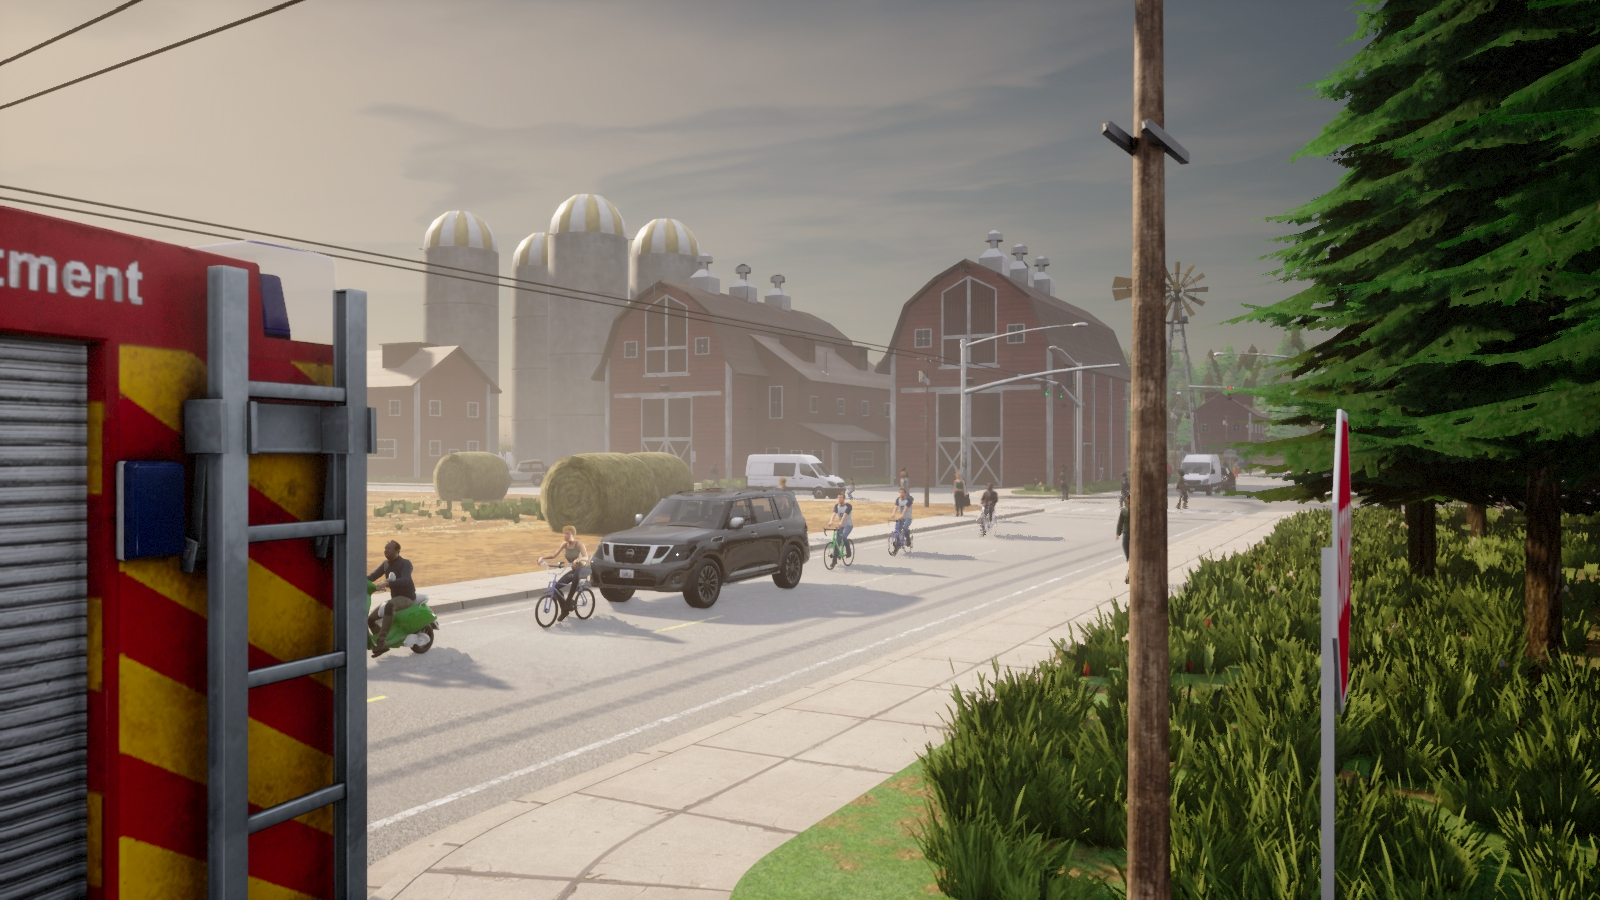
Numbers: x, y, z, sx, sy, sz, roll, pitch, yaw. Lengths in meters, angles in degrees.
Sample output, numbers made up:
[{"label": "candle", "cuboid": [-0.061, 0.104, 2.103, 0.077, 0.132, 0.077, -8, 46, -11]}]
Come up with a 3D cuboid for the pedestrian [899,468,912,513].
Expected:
[{"label": "pedestrian", "cuboid": [4.373, 1.679, 47.445, 0.375, 1.860, 0.375, 0, 0, -37]}]

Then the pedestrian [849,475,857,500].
[{"label": "pedestrian", "cuboid": [2.754, 1.951, 59.218, 0.375, 1.300, 0.375, 0, 0, 9]}]

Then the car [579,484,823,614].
[{"label": "car", "cuboid": [-1.735, 1.779, 22.475, 2.150, 2.045, 5.566, 0, 0, 27]}]

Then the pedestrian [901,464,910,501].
[{"label": "pedestrian", "cuboid": [5.365, 1.669, 58.152, 0.375, 1.860, 0.375, 0, 0, 21]}]

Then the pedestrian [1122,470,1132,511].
[{"label": "pedestrian", "cuboid": [14.965, 1.846, 52.327, 0.375, 1.860, 0.375, 0, 0, 28]}]

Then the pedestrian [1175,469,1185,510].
[{"label": "pedestrian", "cuboid": [17.701, 1.835, 53.219, 0.375, 1.860, 0.375, 0, 0, 27]}]

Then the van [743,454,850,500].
[{"label": "van", "cuboid": [-0.217, 1.504, 65.699, 5.915, 2.561, 1.988, 0, 0, 27]}]

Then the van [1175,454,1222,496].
[{"label": "van", "cuboid": [25.720, 1.534, 73.539, 1.988, 2.561, 5.915, 0, 0, 28]}]

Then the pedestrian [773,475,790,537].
[{"label": "pedestrian", "cuboid": [-0.558, 1.697, 34.757, 0.375, 1.860, 0.375, 0, 0, 44]}]

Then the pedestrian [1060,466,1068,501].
[{"label": "pedestrian", "cuboid": [14.309, 1.823, 61.937, 0.375, 1.860, 0.375, 0, 0, 29]}]

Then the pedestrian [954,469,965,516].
[{"label": "pedestrian", "cuboid": [6.374, 1.695, 45.717, 0.375, 1.860, 0.375, 0, 0, 22]}]

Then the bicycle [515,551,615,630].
[{"label": "bicycle", "cuboid": [-3.810, 2.256, 18.631, 0.859, 1.080, 1.487, 0, 0, 28]}]

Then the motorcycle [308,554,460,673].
[{"label": "motorcycle", "cuboid": [-5.551, 2.142, 15.363, 0.856, 1.316, 1.805, 0, 0, 28]}]

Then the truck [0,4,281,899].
[{"label": "truck", "cuboid": [-6.060, 0.867, 3.671, 8.468, 3.827, 2.891, 0, 0, 21]}]

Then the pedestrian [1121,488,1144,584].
[{"label": "pedestrian", "cuboid": [6.568, 1.696, 22.595, 0.375, 1.860, 0.375, 0, 0, 27]}]

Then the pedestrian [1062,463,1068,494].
[{"label": "pedestrian", "cuboid": [15.777, 1.677, 68.011, 0.375, 1.860, 0.375, 0, 0, 17]}]

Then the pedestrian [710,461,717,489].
[{"label": "pedestrian", "cuboid": [-5.856, 1.668, 77.289, 0.375, 1.860, 0.375, 0, 0, 32]}]
